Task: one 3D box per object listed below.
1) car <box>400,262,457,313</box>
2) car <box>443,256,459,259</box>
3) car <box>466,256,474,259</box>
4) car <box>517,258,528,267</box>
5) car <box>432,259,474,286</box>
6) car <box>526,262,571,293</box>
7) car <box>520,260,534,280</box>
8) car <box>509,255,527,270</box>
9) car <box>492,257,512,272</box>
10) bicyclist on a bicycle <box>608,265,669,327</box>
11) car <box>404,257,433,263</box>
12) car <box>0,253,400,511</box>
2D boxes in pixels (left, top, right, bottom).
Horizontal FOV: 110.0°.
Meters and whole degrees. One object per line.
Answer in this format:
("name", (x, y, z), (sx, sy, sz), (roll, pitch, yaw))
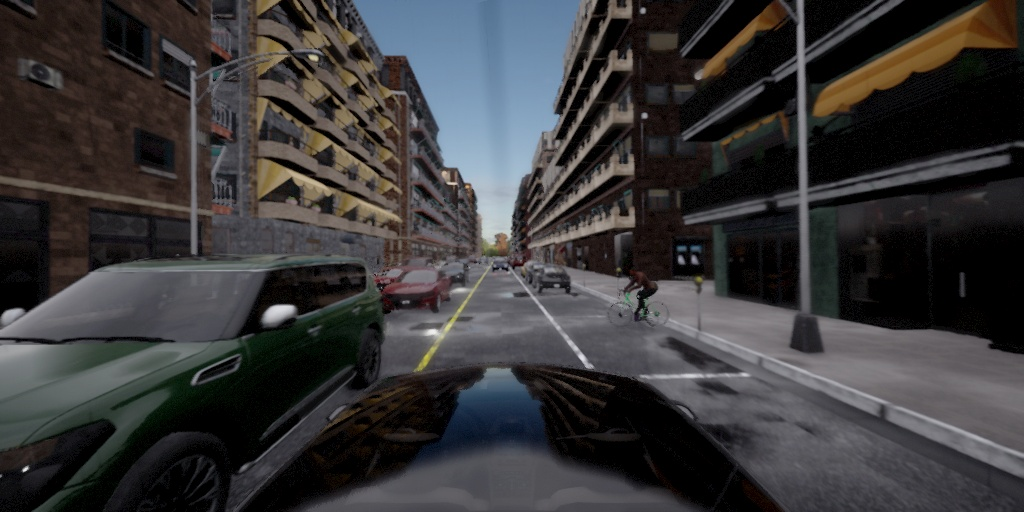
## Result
("car", (-3.515, 1.198, 14.012), (1.882, 1.535, 5.008), (-1, 0, -2))
("car", (-7.136, 0.923, 41.419), (2.192, 1.841, 5.009), (0, 0, -2))
("car", (-7.765, 1.093, 58.111), (1.948, 1.339, 4.313), (0, 0, -2))
("car", (1.653, 1.098, 30.743), (1.751, 1.417, 4.829), (0, 0, -2))
("car", (-3.893, 1.172, 24.258), (1.837, 1.490, 4.892), (-1, 0, -2))
("car", (2.078, 1.180, 19.446), (2.007, 1.370, 4.403), (0, 0, -2))
("car", (1.869, 1.151, 25.009), (2.007, 1.370, 4.403), (0, 0, -2))
("car", (1.030, 0.804, 47.265), (2.192, 1.841, 5.009), (0, 0, -2))
("car", (-1.349, 1.147, 41.461), (1.895, 1.301, 4.718), (-1, 0, -2))
("bicyclist on a bicycle", (3.329, 1.072, 9.439), (1.656, 1.620, 0.582), (0, 0, -2))
("car", (-6.507, 1.008, 24.728), (2.192, 1.841, 5.009), (0, 0, -2))
("car", (-3.138, 0.995, 3.899), (2.150, 2.045, 5.566), (-1, 0, -2))
